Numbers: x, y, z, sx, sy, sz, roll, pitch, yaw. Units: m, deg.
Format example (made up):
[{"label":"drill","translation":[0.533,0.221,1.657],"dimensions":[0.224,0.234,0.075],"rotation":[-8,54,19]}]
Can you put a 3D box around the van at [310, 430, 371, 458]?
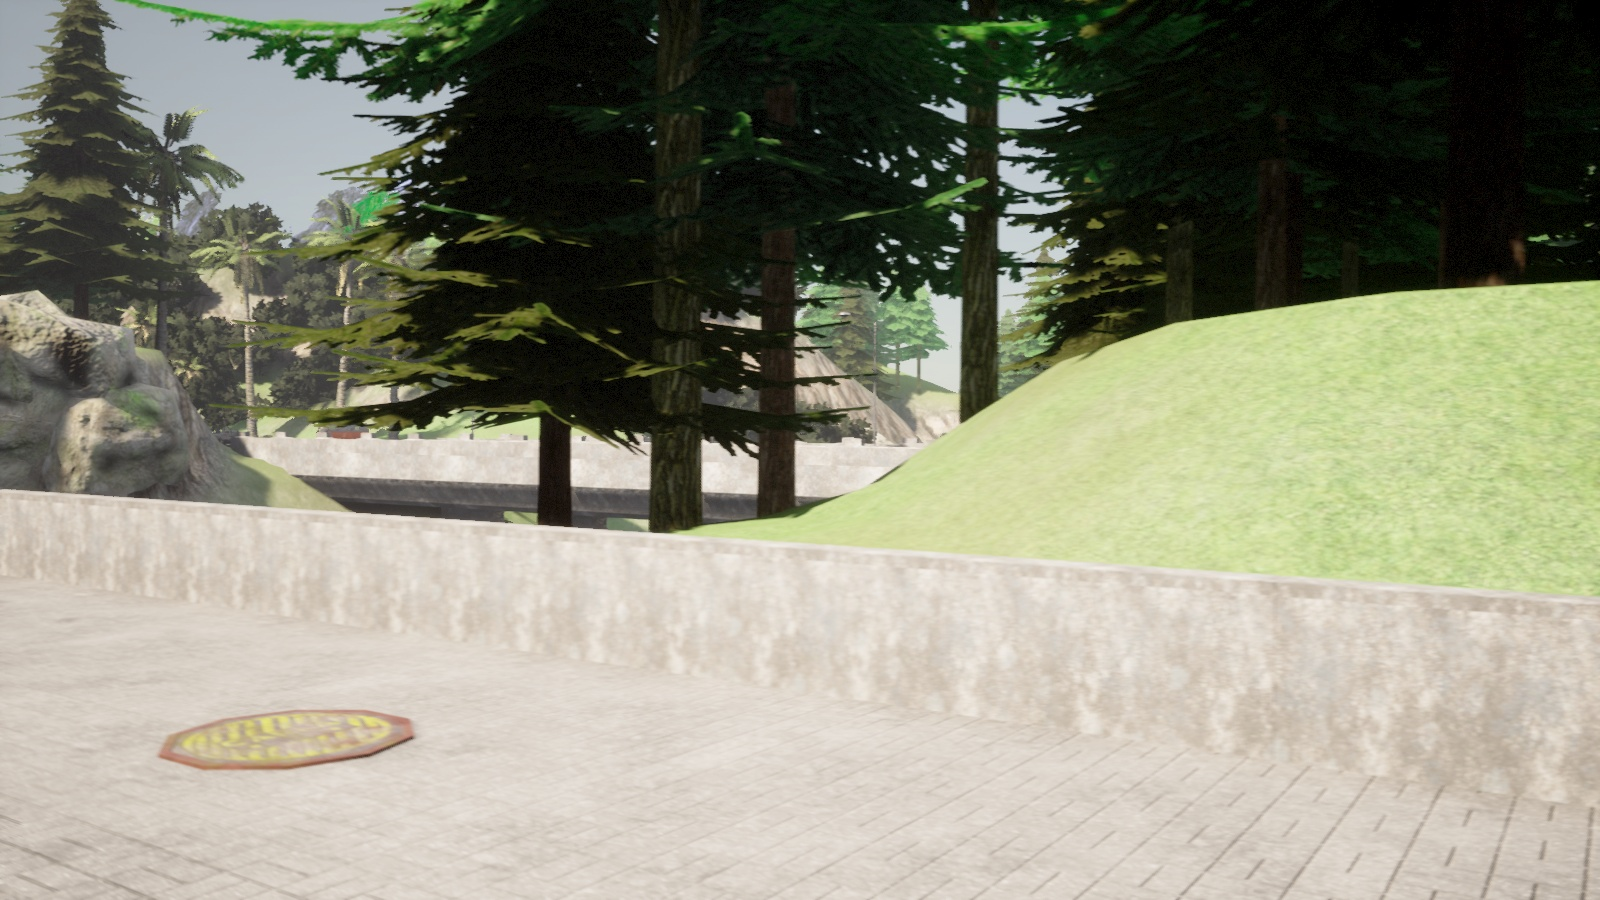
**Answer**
[{"label":"van","translation":[-33.111,-0.448,90.438],"dimensions":[4.442,1.987,1.775],"rotation":[0,1,34]}]
